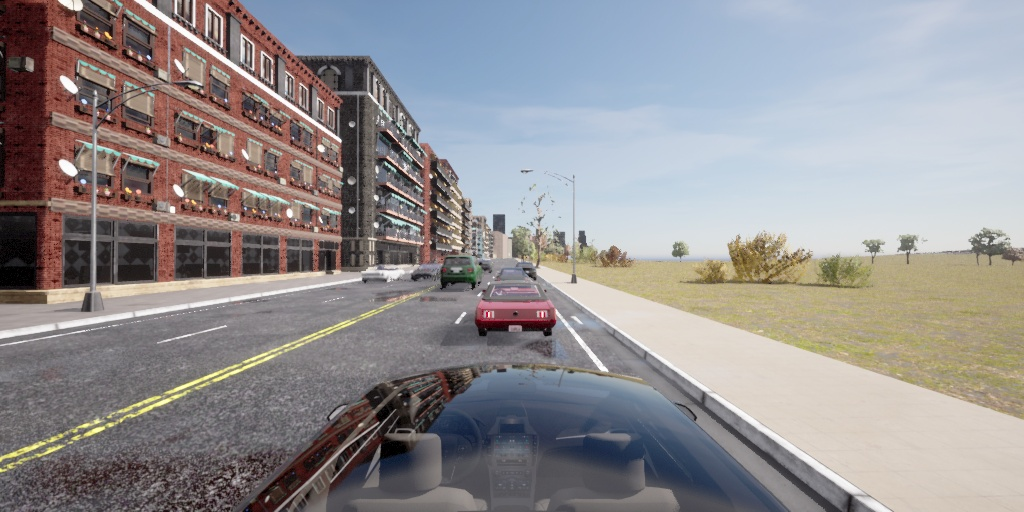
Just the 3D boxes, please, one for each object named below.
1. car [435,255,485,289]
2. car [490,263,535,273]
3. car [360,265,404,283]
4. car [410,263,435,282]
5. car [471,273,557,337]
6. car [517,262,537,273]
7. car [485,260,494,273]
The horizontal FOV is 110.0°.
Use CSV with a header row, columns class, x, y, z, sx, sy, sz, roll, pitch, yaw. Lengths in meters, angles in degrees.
class,x,y,z,sx,sy,sz,roll,pitch,yaw
car,-3.213,0.977,23.366,2.150,2.045,5.566,0,0,0
car,0.037,1.317,20.353,1.994,1.385,4.181,0,0,0
car,-9.926,1.354,27.712,1.895,1.301,4.718,0,0,0
car,-6.682,1.301,29.144,2.033,1.411,5.357,0,0,0
car,0.076,1.352,10.322,1.895,1.301,4.718,0,0,0
car,1.054,1.259,30.347,1.837,1.490,4.892,0,0,0
car,-3.268,1.257,42.619,1.837,1.490,4.892,0,0,0
